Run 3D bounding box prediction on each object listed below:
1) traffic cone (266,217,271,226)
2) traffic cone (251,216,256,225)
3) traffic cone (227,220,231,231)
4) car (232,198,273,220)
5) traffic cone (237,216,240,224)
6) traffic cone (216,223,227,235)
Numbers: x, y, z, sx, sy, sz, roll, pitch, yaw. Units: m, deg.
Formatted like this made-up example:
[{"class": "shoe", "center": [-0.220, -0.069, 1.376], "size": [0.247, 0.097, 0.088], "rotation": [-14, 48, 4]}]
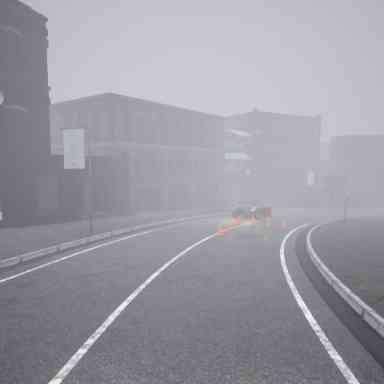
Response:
[{"class": "traffic cone", "center": [5.163, 1.994, 22.414], "size": [0.340, 0.580, 0.340], "rotation": [2, 1, 17]}, {"class": "traffic cone", "center": [4.209, 1.959, 22.709], "size": [0.340, 0.580, 0.340], "rotation": [2, 1, 17]}, {"class": "traffic cone", "center": [2.064, 1.926, 19.200], "size": [0.340, 0.580, 0.340], "rotation": [2, 1, 18]}, {"class": "car", "center": [5.187, 1.315, 28.222], "size": [2.097, 1.767, 4.553], "rotation": [3, 1, 33]}, {"class": "traffic cone", "center": [2.665, 1.926, 21.107], "size": [0.340, 0.580, 0.340], "rotation": [2, 1, 17]}, {"class": "traffic cone", "center": [1.464, 1.926, 17.292], "size": [0.340, 0.580, 0.340], "rotation": [2, 0, 17]}]
